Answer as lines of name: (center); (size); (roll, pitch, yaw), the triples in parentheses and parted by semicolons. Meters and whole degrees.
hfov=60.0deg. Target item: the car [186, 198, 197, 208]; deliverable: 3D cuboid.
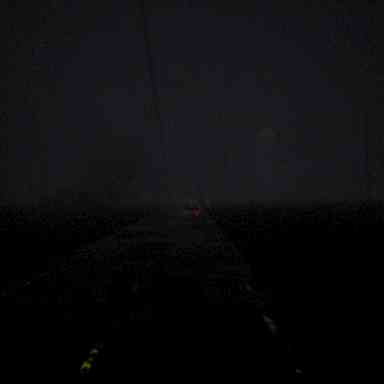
car: (-0.079, 1.867, 57.670); (1.882, 1.535, 5.008); (0, 0, 0)

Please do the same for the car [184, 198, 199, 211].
car: (-0.064, 1.790, 47.247); (1.882, 1.535, 5.008); (0, 0, 0)
